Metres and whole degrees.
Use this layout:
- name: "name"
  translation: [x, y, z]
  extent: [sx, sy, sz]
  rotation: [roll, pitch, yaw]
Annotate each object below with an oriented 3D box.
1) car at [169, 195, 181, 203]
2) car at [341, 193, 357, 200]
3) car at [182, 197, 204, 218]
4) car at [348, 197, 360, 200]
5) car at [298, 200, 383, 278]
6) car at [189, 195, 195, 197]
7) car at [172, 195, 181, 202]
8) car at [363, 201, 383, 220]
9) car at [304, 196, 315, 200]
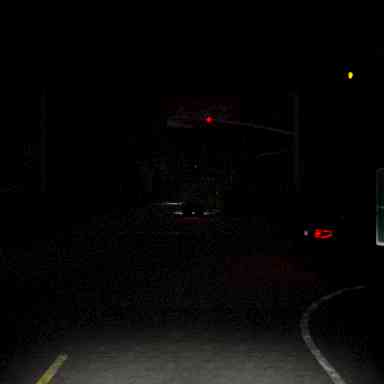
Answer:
- name: "car"
  translation: [-3.655, 1.337, 68.557]
  extent: [2.097, 1.767, 4.553]
  rotation: [0, 0, 0]
- name: "car"
  translation: [34.696, 1.474, 71.886]
  extent: [2.007, 1.523, 4.514]
  rotation: [0, 0, 0]
- name: "car"
  translation: [0.087, 1.587, 31.685]
  extent: [1.837, 1.490, 4.892]
  rotation: [2, 0, -1]
- name: "car"
  translation: [14.296, 1.499, 24.968]
  extent: [3.866, 1.878, 1.905]
  rotation: [0, 0, 0]
- name: "car"
  translation: [6.231, 1.402, 10.384]
  extent: [5.566, 2.045, 2.150]
  rotation: [1, 0, 0]
- name: "car"
  translation: [-0.184, 1.533, 86.304]
  extent: [1.994, 1.385, 4.181]
  rotation: [0, 0, 0]
- name: "car"
  translation: [-3.668, 1.522, 78.880]
  extent: [2.033, 1.411, 5.357]
  rotation: [0, 0, 0]
- name: "car"
  translation: [18.606, 1.665, 30.651]
  extent: [4.611, 1.667, 2.242]
  rotation: [0, 0, 0]
- name: "car"
  translation: [22.316, 1.538, 64.058]
  extent: [1.970, 1.475, 3.806]
  rotation: [0, 0, 0]
